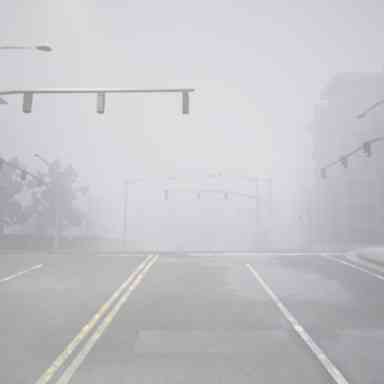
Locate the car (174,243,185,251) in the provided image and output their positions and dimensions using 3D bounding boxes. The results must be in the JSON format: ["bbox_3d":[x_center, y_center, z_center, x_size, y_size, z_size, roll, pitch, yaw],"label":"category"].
[{"bbox_3d":[-2.419,10.695,65.172,1.882,1.535,5.008,0,-10,2],"label":"car"}]
